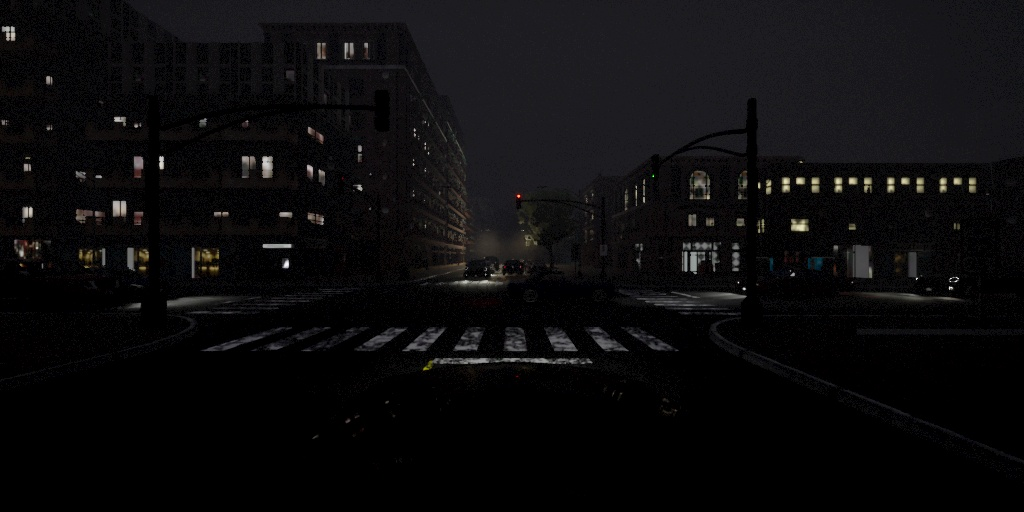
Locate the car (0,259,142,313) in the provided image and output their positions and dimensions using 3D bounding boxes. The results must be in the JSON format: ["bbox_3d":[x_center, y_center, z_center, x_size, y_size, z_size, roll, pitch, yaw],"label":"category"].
[{"bbox_3d":[-17.273,1.014,13.106,5.009,1.841,2.192,0,0,0],"label":"car"}]

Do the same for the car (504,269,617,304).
[{"bbox_3d":[2.122,1.354,15.830,4.718,1.301,1.895,0,0,0],"label":"car"}]

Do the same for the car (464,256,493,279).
[{"bbox_3d":[-3.065,1.124,32.281,2.097,1.767,4.553,0,0,-1],"label":"car"}]

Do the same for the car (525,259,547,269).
[{"bbox_3d":[2.699,1.330,36.820,2.007,1.370,4.403,0,0,0],"label":"car"}]

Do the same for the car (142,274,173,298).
[{"bbox_3d":[-17.728,1.223,15.690,4.674,1.442,1.812,0,0,0],"label":"car"}]

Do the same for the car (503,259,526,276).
[{"bbox_3d":[0.100,1.133,38.196,2.097,1.767,4.553,0,0,0],"label":"car"}]

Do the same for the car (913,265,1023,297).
[{"bbox_3d":[24.528,1.219,19.181,4.553,1.767,2.097,0,0,0],"label":"car"}]

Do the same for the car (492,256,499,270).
[{"bbox_3d":[-3.078,1.028,53.211,2.150,2.045,5.566,0,0,1],"label":"car"}]

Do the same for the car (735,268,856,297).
[{"bbox_3d":[15.028,1.372,19.117,5.357,1.411,2.033,0,0,0],"label":"car"}]

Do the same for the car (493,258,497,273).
[{"bbox_3d":[-3.088,1.315,42.579,1.812,1.442,4.674,0,0,0],"label":"car"}]
